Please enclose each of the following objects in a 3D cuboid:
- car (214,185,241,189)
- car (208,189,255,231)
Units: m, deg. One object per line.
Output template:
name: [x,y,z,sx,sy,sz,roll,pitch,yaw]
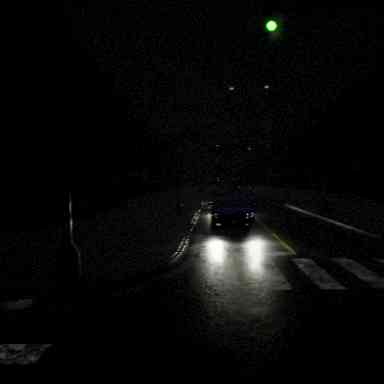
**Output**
car: [2.444,0.471,25.308,1.882,1.535,5.008,-1,2,4]
car: [1.855,0.832,15.863,1.882,1.535,5.008,-1,2,4]
